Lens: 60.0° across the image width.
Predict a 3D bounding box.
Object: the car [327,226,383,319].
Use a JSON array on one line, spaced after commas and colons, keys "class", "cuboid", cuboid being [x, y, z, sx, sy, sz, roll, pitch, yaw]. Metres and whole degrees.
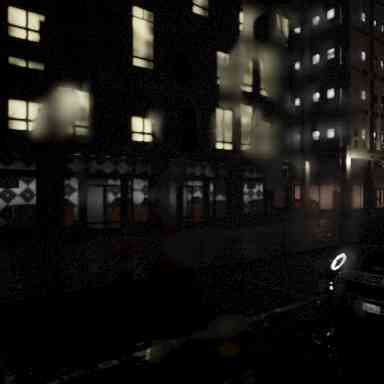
[{"class": "car", "cuboid": [4.779, 1.315, 6.775, 4.553, 1.767, 2.097, 0, 0, -35]}]
